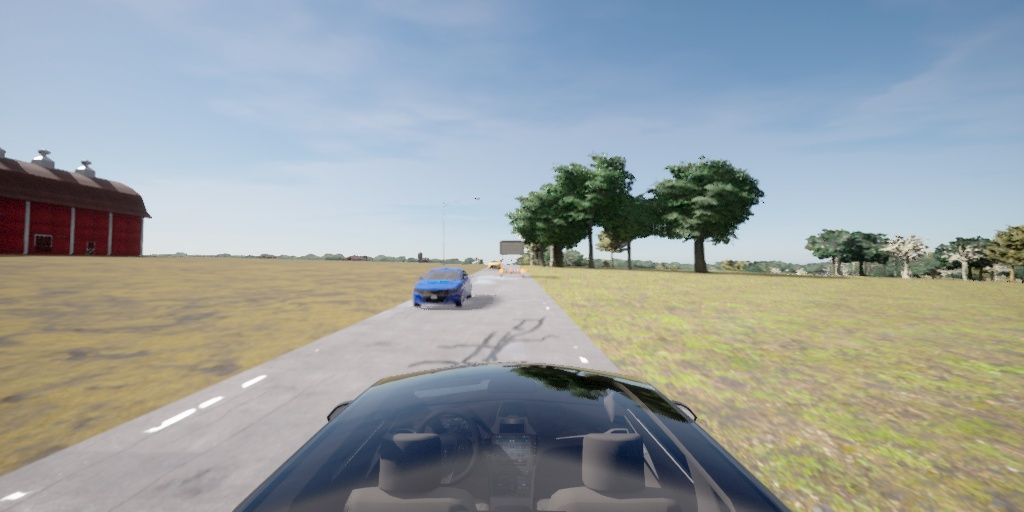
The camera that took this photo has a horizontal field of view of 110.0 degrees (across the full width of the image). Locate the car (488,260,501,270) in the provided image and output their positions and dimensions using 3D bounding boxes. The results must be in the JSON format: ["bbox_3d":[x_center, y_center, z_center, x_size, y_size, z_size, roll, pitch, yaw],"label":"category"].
[{"bbox_3d":[-2.795,1.359,57.814,1.882,1.535,5.008,0,0,1],"label":"car"}]

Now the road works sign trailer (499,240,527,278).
[{"bbox_3d":[-0.018,0.261,34.638,2.380,3.560,2.880,0,0,0],"label":"road works sign trailer"}]

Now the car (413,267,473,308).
[{"bbox_3d":[-2.848,1.241,15.593,1.882,1.535,5.008,0,0,0],"label":"car"}]
